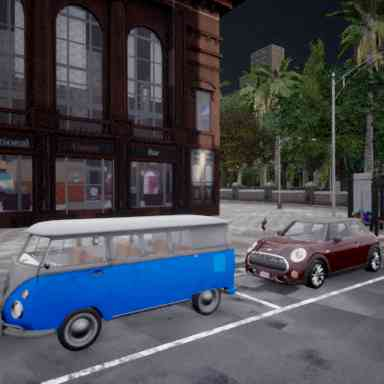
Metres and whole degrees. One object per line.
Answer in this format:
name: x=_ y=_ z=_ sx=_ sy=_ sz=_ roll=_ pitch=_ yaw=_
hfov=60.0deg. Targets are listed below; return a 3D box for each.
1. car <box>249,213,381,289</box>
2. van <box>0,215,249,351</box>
car: x=3.339 y=1.438 z=9.076 sx=4.097 sy=1.590 sz=1.967 roll=0 pitch=0 yaw=-36
van: x=-1.063 y=1.340 z=5.902 sx=3.998 sy=1.788 sz=1.690 roll=0 pitch=0 yaw=-36
